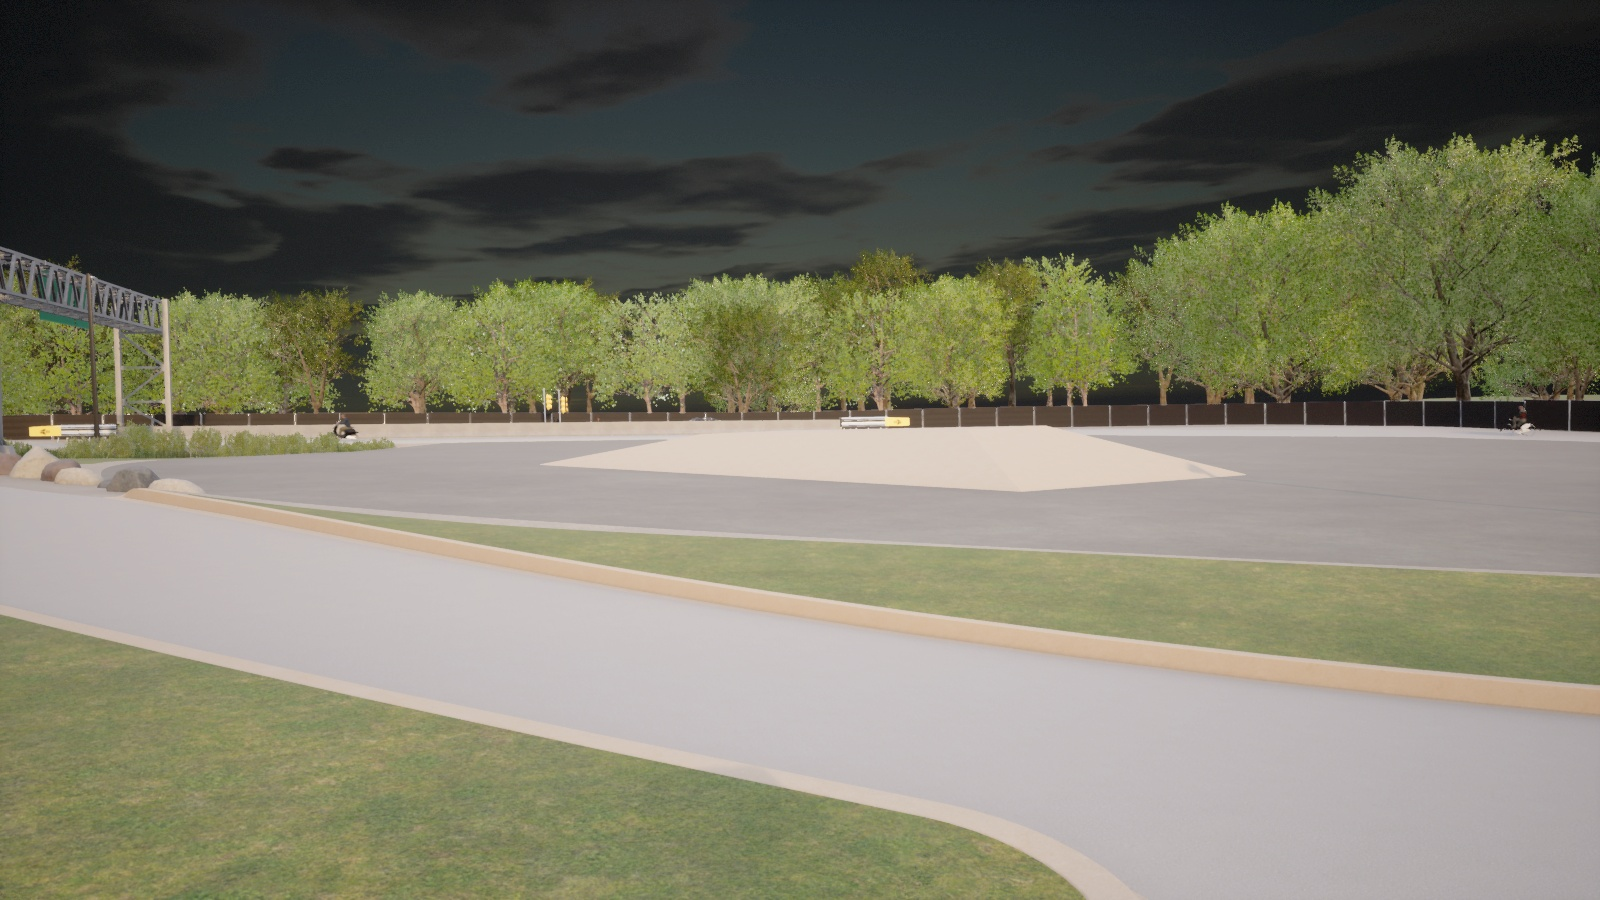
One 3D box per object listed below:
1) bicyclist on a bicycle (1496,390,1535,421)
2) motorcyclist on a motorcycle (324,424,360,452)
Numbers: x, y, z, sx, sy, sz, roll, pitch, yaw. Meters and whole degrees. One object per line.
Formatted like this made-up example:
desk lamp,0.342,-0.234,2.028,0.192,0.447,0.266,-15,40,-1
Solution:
bicyclist on a bicycle,41.004,-2.546,71.990,0.659,1.776,1.843,-6,5,-42
motorcyclist on a motorcycle,-26.754,-0.707,73.364,1.817,1.590,0.866,-2,2,-15
